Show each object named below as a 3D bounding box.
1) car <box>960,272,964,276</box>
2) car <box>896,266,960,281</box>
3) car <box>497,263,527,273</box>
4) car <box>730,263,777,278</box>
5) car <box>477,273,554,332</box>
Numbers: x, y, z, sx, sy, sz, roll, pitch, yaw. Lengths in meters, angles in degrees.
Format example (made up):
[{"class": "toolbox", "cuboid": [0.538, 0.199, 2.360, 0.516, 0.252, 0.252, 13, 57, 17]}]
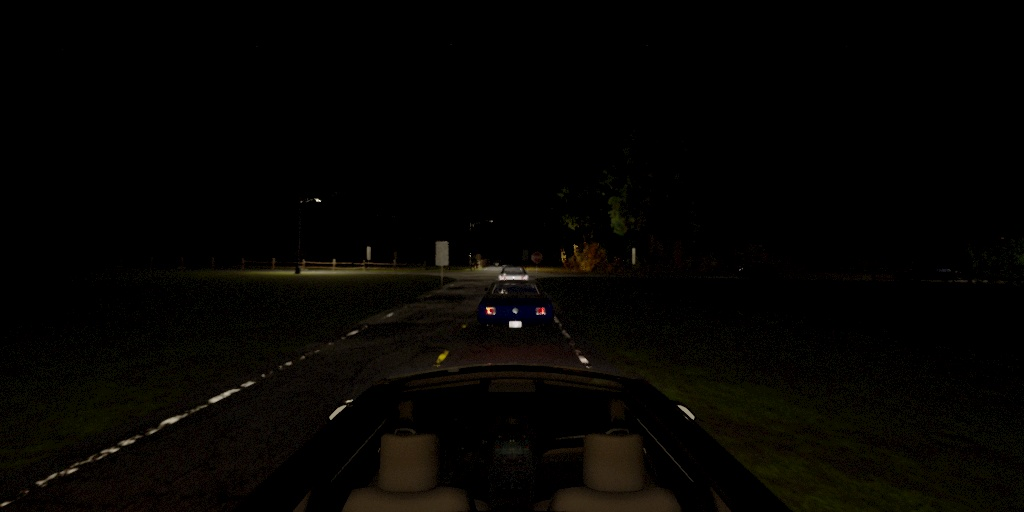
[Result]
[{"class": "car", "cuboid": [49.074, 2.101, 41.632, 5.357, 1.411, 2.033, 1, -1, 0]}, {"class": "car", "cuboid": [44.511, 1.915, 38.803, 5.008, 1.535, 1.882, 1, -1, 0]}, {"class": "car", "cuboid": [0.096, 1.363, 23.860, 1.895, 1.301, 4.718, 0, 0, 0]}, {"class": "car", "cuboid": [27.907, 1.588, 41.583, 4.553, 1.767, 2.097, 1, -1, 0]}, {"class": "car", "cuboid": [0.100, 1.354, 10.841, 1.895, 1.301, 4.718, 0, 0, 0]}]
